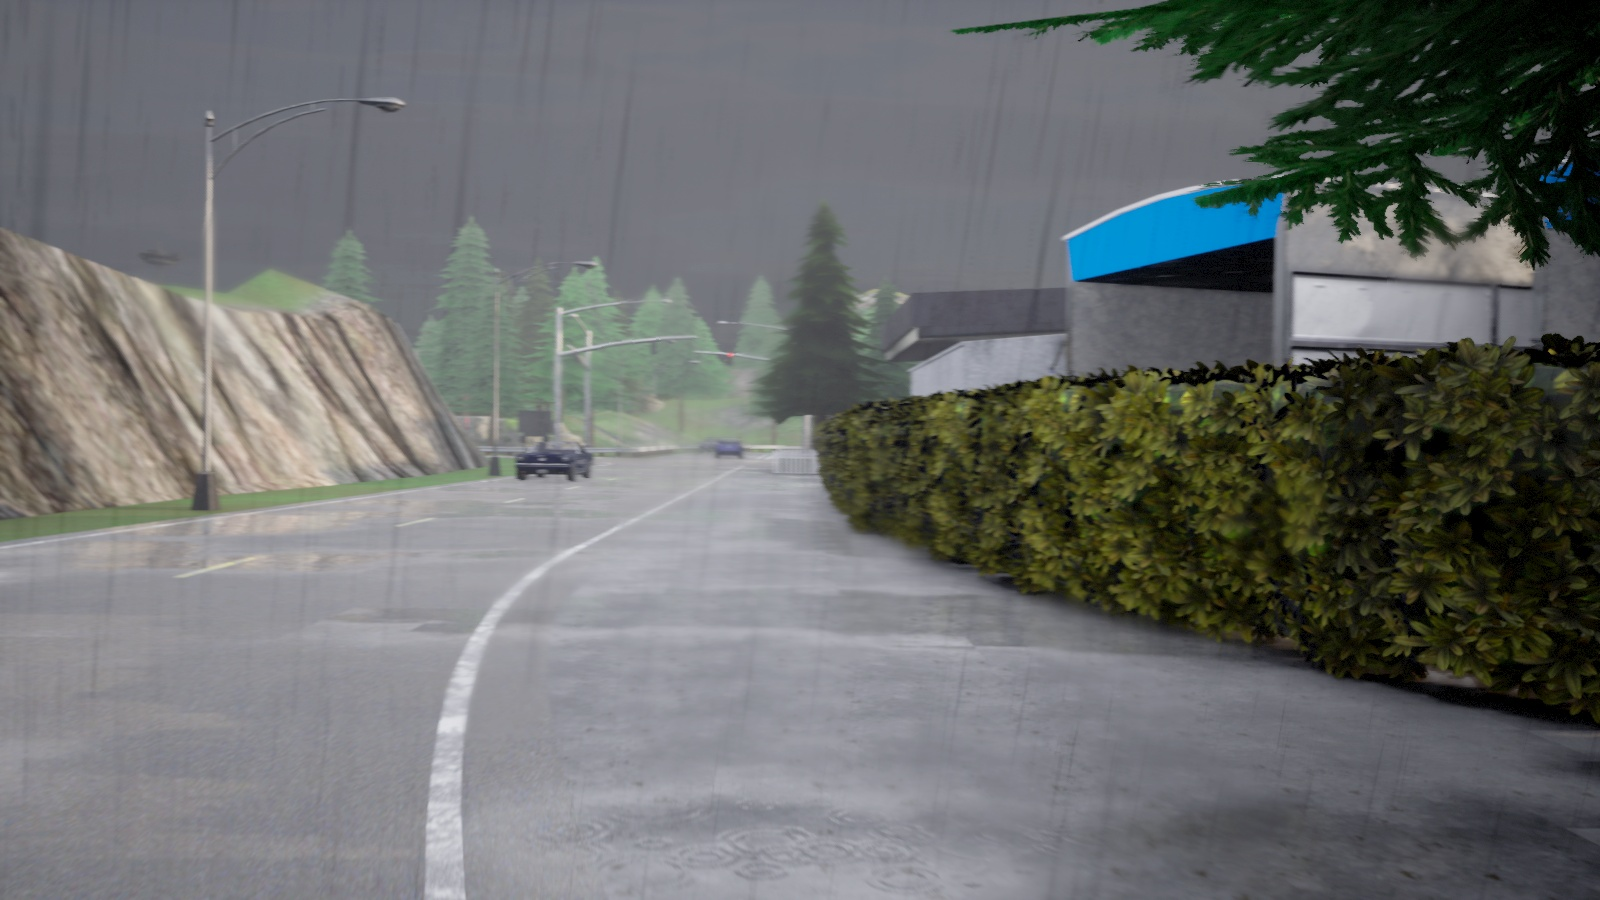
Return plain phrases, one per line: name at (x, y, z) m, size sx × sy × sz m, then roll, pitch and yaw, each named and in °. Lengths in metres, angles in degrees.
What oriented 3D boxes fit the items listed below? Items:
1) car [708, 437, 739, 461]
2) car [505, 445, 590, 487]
car at (-5.152, -0.080, 85.249) m, size 2.007 × 1.525 × 4.514 m, roll 0°, pitch 1°, yaw -2°
car at (-8.356, 0.493, 41.983) m, size 1.895 × 1.301 × 4.718 m, roll 0°, pitch 1°, yaw 0°
